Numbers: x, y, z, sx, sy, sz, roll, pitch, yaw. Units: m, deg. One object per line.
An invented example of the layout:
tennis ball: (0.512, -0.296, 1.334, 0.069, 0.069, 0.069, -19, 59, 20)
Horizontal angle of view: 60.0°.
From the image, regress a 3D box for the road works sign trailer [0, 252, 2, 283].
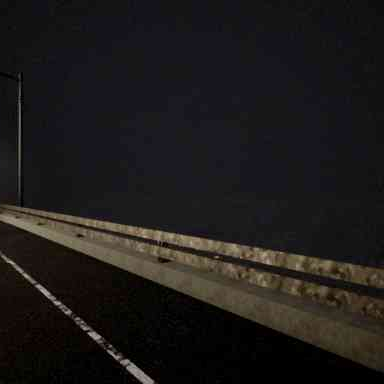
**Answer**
road works sign trailer: (-6.450, 0.462, 8.638, 2.380, 3.560, 2.880, 0, 0, -38)
